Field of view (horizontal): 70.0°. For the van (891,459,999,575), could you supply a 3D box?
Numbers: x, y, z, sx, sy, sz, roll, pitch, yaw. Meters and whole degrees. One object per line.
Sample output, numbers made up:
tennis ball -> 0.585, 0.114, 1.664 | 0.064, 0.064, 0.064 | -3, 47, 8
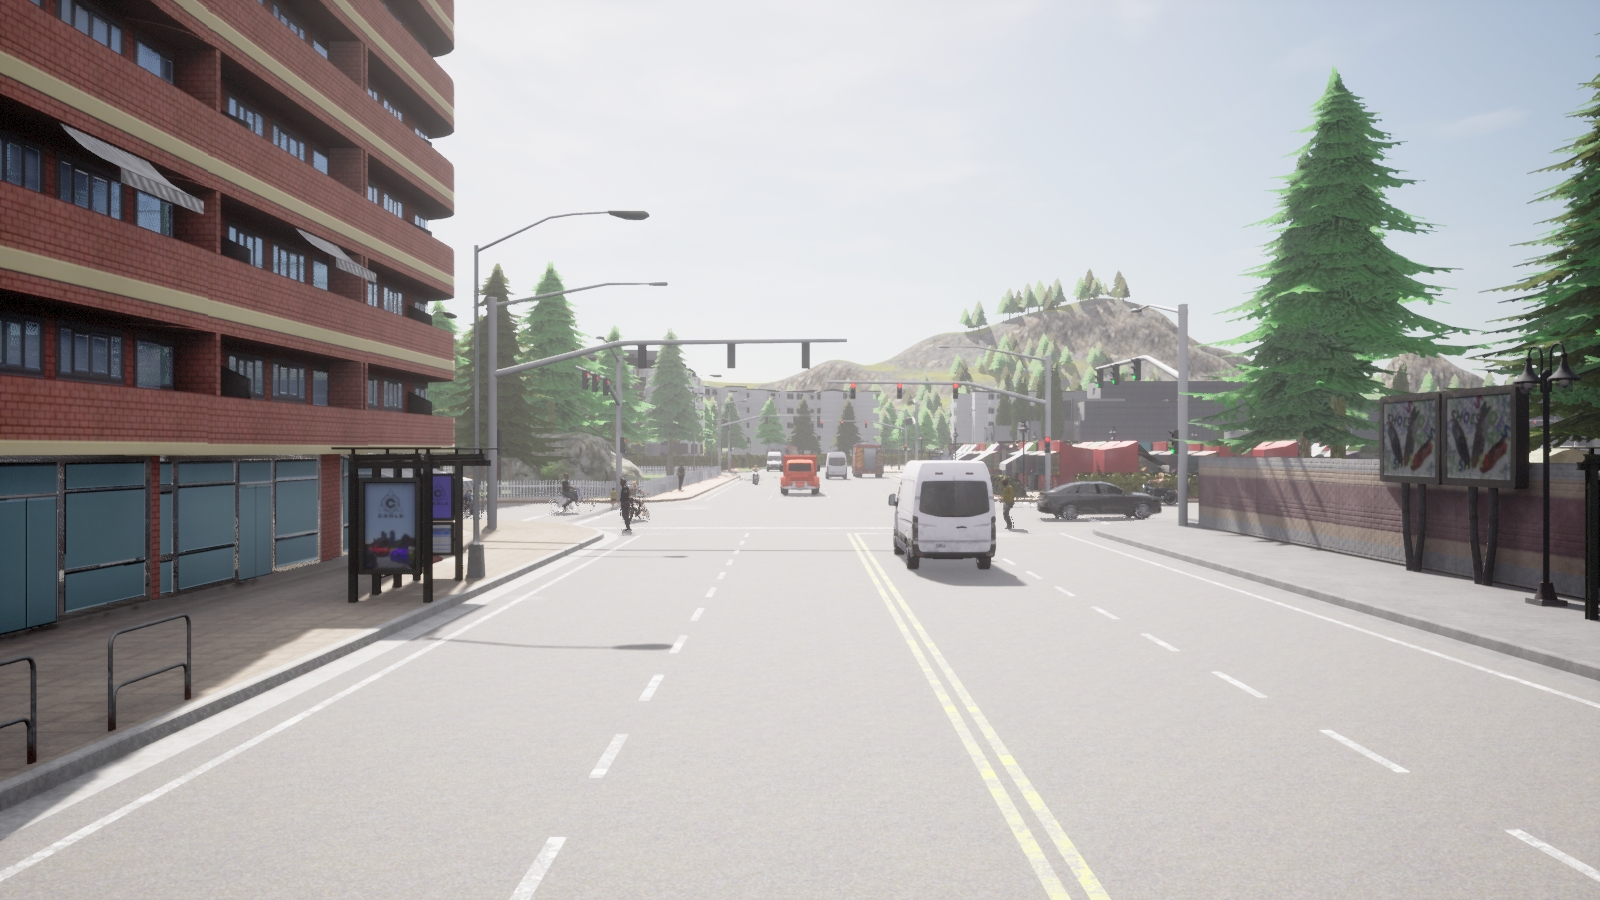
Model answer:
van -> 3.505, 1.536, 28.720 | 1.988, 2.561, 5.915 | 0, 0, 0

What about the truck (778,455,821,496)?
truck -> -0.006, 1.572, 72.542 | 2.627, 2.467, 5.204 | 0, 0, 0

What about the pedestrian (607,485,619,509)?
pedestrian -> -8.641, 2.183, 52.785 | 0.500, 1.100, 0.500 | 0, 0, 0

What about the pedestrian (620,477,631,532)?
pedestrian -> -5.963, 1.850, 39.032 | 0.375, 1.860, 0.375 | 0, 0, -6

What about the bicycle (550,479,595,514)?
bicycle -> -9.760, 2.008, 49.038 | 1.835, 1.471, 0.329 | 0, 0, -4

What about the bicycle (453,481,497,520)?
bicycle -> -12.882, 2.003, 45.274 | 1.643, 1.496, 0.373 | 1, 0, -8

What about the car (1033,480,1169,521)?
car -> 12.084, 2.036, 46.142 | 4.892, 1.480, 2.231 | -1, 0, -1

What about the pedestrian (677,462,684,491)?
pedestrian -> -7.748, 1.701, 74.166 | 0.375, 1.860, 0.375 | 0, 0, -1

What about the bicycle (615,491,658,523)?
bicycle -> -6.309, 2.190, 44.133 | 1.487, 1.126, 0.859 | 1, 1, 39

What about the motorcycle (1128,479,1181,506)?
motorcycle -> 17.582, 2.102, 56.689 | 2.356, 1.307, 0.764 | 0, 0, 0

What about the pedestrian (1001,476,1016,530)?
pedestrian -> 7.265, 1.851, 39.865 | 0.375, 1.860, 0.375 | 0, 0, -18
